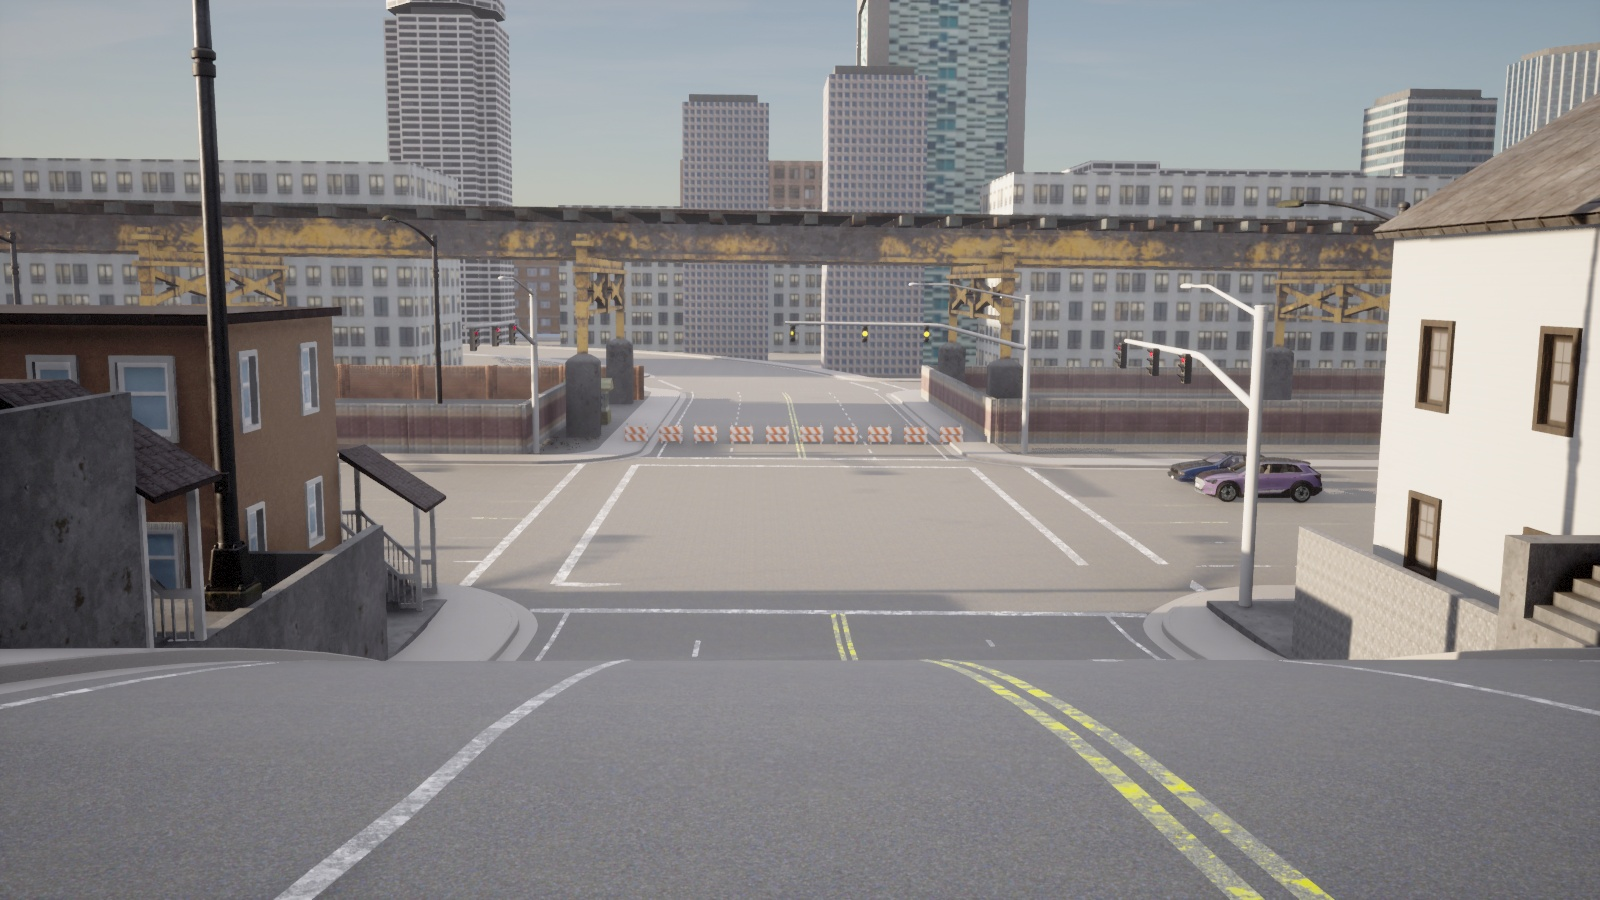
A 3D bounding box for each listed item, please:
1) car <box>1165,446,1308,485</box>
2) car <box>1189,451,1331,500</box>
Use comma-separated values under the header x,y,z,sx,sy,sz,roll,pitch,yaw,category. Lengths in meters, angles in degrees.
x,y,z,sx,sy,sz,roll,pitch,yaw,category
18.582,0.645,53.630,5.357,1.411,2.033,0,8,0,car
18.319,0.991,50.141,4.856,1.649,2.033,0,8,0,car
